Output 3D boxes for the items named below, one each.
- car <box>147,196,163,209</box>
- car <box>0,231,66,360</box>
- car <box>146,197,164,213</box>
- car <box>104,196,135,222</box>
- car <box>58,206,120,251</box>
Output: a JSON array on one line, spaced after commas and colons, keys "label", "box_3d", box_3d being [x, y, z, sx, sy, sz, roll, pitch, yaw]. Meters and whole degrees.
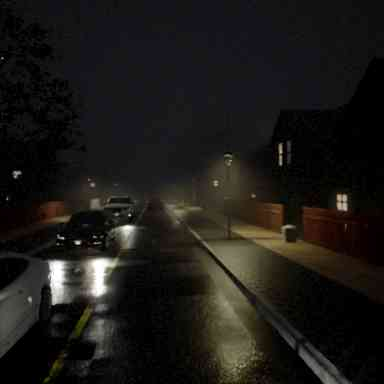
[{"label": "car", "box_3d": [-5.450, 1.453, 49.214, 2.097, 1.767, 4.553, -1, 0, -6]}, {"label": "car", "box_3d": [-3.258, 1.580, 4.355, 1.812, 1.442, 4.674, -1, 0, -7]}, {"label": "car", "box_3d": [-4.187, 1.555, 38.276, 1.882, 1.535, 5.008, -1, 0, -7]}, {"label": "car", "box_3d": [-5.895, 1.325, 27.370, 2.150, 2.045, 5.566, -1, 0, -7]}, {"label": "car", "box_3d": [-4.406, 1.580, 14.325, 1.837, 1.490, 4.892, -1, 0, -8]}]
